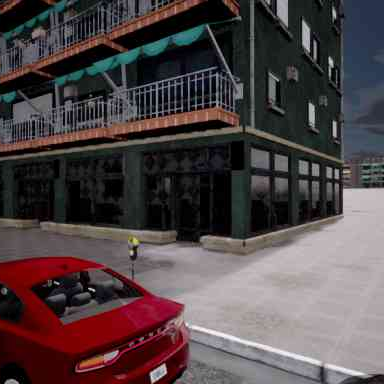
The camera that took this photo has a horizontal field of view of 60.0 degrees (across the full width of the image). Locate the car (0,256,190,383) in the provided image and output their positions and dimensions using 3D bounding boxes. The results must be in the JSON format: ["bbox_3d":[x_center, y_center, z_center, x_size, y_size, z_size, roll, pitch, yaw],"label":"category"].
[{"bbox_3d":[-2.128,1.545,4.383,4.507,1.381,1.887,0,0,35],"label":"car"}]

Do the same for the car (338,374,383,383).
[{"bbox_3d":[2.469,1.566,1.122,4.313,1.339,1.947,0,0,35],"label":"car"}]
